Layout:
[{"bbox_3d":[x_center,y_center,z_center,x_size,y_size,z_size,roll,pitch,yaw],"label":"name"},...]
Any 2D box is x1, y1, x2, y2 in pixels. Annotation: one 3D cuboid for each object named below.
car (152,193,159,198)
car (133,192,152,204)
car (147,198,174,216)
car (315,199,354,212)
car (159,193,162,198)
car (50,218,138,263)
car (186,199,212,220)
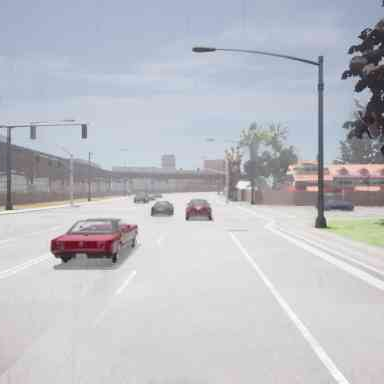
[{"bbox_3d":[-9.253,1.255,74.517,2.033,1.411,5.357,0,1,1],"label":"car"},{"bbox_3d":[-9.508,1.082,62.658,2.150,2.045,5.566,0,1,1],"label":"car"},{"bbox_3d":[-2.857,1.559,32.780,1.994,1.385,4.181,0,0,1],"label":"car"},{"bbox_3d":[16.776,1.565,39.160,4.181,1.385,1.994,0,0,-1],"label":"car"},{"bbox_3d":[-9.013,1.011,88.737,1.994,1.385,4.181,0,1,1],"label":"car"},{"bbox_3d":[-3.216,1.601,12.046,1.895,1.301,4.718,0,0,1],"label":"car"},{"bbox_3d":[0.571,1.349,28.542,2.097,1.767,4.553,0,0,1],"label":"car"}]
